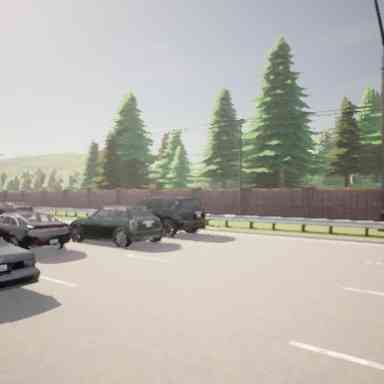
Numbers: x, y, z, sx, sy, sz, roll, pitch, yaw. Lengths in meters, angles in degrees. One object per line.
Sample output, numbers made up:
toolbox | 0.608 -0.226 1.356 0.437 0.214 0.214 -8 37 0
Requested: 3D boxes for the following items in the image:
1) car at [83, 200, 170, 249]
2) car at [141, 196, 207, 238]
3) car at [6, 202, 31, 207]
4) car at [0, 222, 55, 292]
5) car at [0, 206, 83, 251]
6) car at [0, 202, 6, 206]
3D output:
car | -3.518 1.386 15.049 4.553 1.767 2.097 0 0 36
car | -1.834 1.258 18.150 5.566 2.045 2.150 0 0 36
car | -14.990 1.571 27.537 4.902 1.511 2.128 0 0 36
car | -5.845 1.574 8.091 5.357 1.411 2.033 0 0 36
car | -6.815 1.529 13.113 4.902 1.511 2.128 0 0 36
car | -16.093 1.300 24.017 5.566 2.045 2.150 0 0 36
